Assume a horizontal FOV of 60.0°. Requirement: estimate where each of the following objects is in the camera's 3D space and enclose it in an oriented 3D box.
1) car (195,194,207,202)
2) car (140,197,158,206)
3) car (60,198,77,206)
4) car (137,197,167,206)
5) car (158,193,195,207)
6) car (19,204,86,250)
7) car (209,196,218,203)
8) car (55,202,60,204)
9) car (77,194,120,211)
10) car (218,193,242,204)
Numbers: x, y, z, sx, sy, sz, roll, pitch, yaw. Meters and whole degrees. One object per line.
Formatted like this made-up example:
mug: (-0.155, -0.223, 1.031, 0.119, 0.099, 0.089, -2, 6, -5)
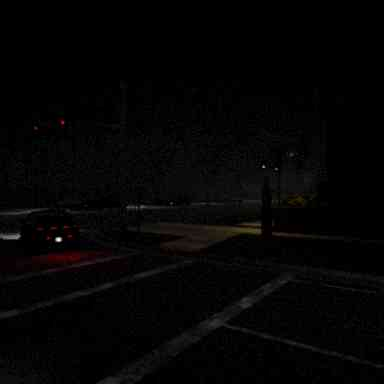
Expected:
car: (2.228, 1.261, 70.394, 1.882, 1.535, 5.008, 0, 0, 36)
car: (-5.568, 1.514, 53.890, 2.128, 1.511, 4.902, 0, 0, 36)
car: (-13.897, 1.624, 42.484, 1.895, 1.301, 4.718, 0, 0, 36)
car: (-6.947, 1.572, 57.899, 2.033, 1.411, 5.357, 0, 0, 37)
car: (-2.363, 1.234, 52.367, 2.150, 2.045, 5.566, 0, 1, 36)
car: (-6.267, 1.515, 14.522, 1.837, 1.490, 4.892, -2, 1, -32)
car: (5.823, 1.583, 69.382, 1.812, 1.442, 4.674, 0, -1, 36)
car: (-16.177, 1.504, 45.289, 1.882, 1.535, 5.008, 0, 0, 36)
car: (-10.737, 1.244, 40.881, 2.150, 2.045, 5.566, 0, 0, 36)
car: (8.057, 1.295, 66.507, 2.150, 2.045, 5.566, 0, 0, 36)
